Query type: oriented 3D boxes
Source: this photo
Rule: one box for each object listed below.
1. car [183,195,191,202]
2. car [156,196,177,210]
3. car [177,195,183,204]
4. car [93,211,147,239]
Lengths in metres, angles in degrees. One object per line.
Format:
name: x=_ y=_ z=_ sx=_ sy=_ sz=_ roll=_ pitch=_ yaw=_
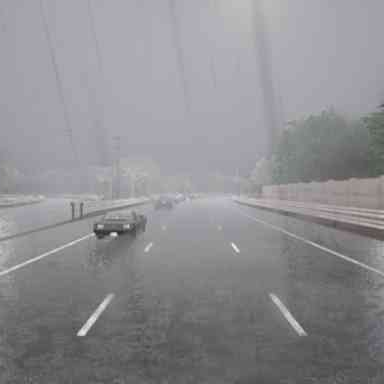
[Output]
car: x=-2.235 y=1.547 z=79.986 sx=2.128 sy=1.511 sz=4.902 roll=0 pitch=0 yaw=5
car: x=-3.506 y=1.353 z=43.444 sx=2.097 sy=1.767 sz=4.553 roll=0 pitch=0 yaw=0
car: x=-3.256 y=1.613 z=62.191 sx=1.895 sy=1.301 sz=4.718 roll=0 pitch=0 yaw=2
car: x=-3.504 y=1.599 z=17.163 sx=1.895 sy=1.301 sz=4.718 roll=0 pitch=0 yaw=0
